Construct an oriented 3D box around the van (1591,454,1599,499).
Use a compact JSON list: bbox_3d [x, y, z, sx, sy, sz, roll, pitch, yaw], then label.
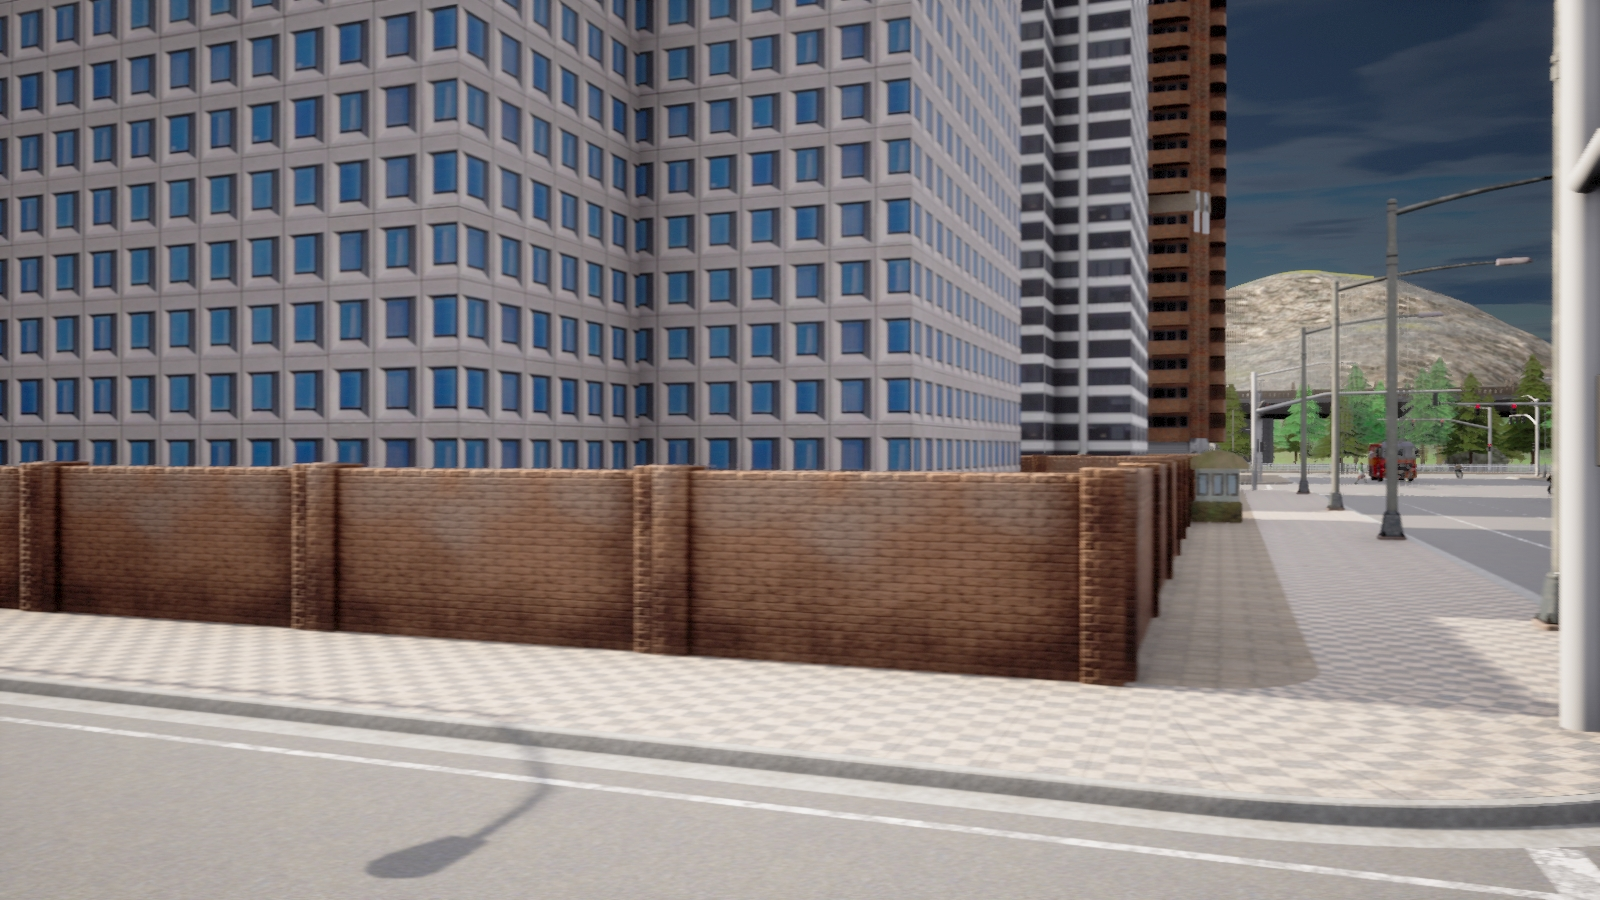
[{"bbox_3d":[46.208,1.535,63.797,1.988,2.561,5.915,0,0,21],"label":"van"}]
